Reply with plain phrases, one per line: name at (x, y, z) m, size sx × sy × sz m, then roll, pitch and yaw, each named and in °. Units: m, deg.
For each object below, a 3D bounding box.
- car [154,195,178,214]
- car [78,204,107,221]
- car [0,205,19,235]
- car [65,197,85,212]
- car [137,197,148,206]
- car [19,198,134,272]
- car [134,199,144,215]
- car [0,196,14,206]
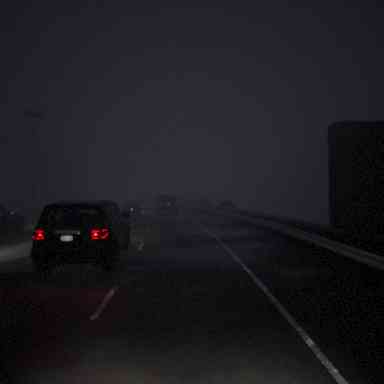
car at (-2.961, 1.327, 36.740) m, size 2.150 × 2.045 × 5.566 m, roll 0°, pitch 0°, yaw -12°
car at (-8.850, 1.772, 29.852) m, size 1.895 × 1.301 × 4.718 m, roll -1°, pitch 0°, yaw -10°
car at (-11.218, 1.534, 18.667) m, size 2.097 × 1.767 × 4.553 m, roll -1°, pitch 0°, yaw -6°
car at (-15.526, 1.638, 44.430) m, size 2.097 × 1.767 × 4.553 m, roll -1°, pitch 0°, yaw -14°
car at (-9.342, 1.740, 61.323) m, size 1.837 × 1.490 × 4.892 m, roll 1°, pitch 0°, yaw -19°
car at (-3.419, 1.288, 11.237) m, size 2.150 × 2.045 × 5.566 m, roll 0°, pitch 0°, yaw -4°
car at (-6.369, 1.712, 34.962) m, size 1.994 × 1.385 × 4.181 m, roll -1°, pitch 0°, yaw -11°
car at (-39.607, 1.854, 71.238) m, size 2.150 × 2.045 × 5.566 m, roll -1°, pitch 0°, yaw -23°
